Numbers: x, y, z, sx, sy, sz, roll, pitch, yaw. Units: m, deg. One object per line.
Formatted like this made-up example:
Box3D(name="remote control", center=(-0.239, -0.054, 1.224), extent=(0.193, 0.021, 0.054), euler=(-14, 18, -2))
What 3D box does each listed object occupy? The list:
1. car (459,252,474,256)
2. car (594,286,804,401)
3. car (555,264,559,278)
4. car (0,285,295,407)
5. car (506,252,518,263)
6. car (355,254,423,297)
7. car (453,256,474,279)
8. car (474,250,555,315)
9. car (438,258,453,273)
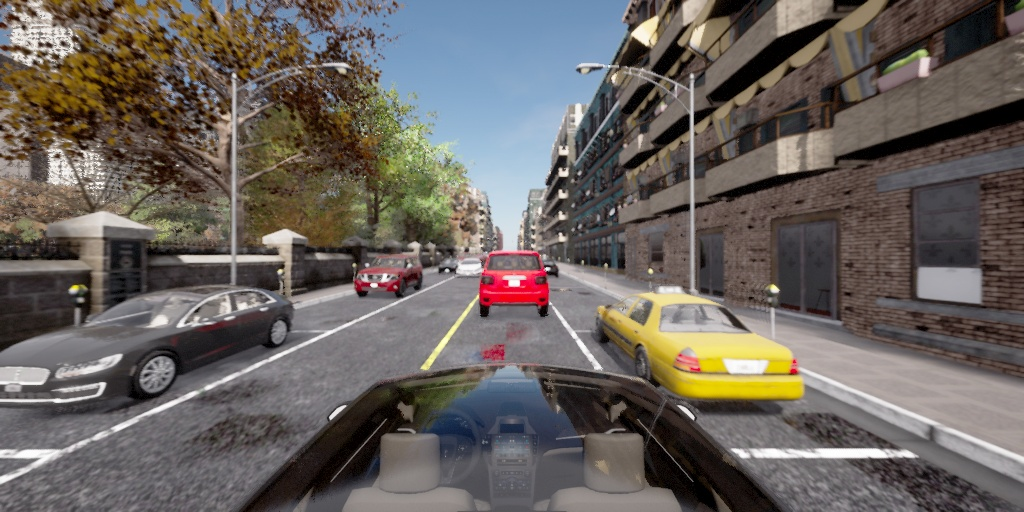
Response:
Box3D(name="car", center=(-5.761, 0.482, 44.941), extent=(2.192, 1.841, 5.009), euler=(0, 0, 0))
Box3D(name="car", center=(2.683, 1.213, 6.463), extent=(1.751, 1.417, 4.829), euler=(0, 0, 0))
Box3D(name="car", center=(2.646, 0.955, 28.385), extent=(1.948, 1.339, 4.313), euler=(0, 0, 0))
Box3D(name="car", center=(-5.697, 1.239, 6.280), extent=(2.007, 1.370, 4.403), euler=(0, 0, 0))
Box3D(name="car", center=(-0.005, 0.252, 64.709), extent=(2.097, 1.767, 4.553), euler=(0, 1, 0))
Box3D(name="car", center=(-5.715, 0.854, 17.326), extent=(2.192, 1.841, 5.009), euler=(0, 0, 0))
Box3D(name="car", center=(-3.133, 0.924, 27.784), extent=(1.812, 1.442, 4.674), euler=(0, 1, 0))
Box3D(name="car", center=(0.043, 0.821, 12.833), extent=(2.150, 2.045, 5.566), euler=(0, 1, -1))
Box3D(name="car", center=(-5.743, 0.882, 33.894), extent=(1.948, 1.339, 4.313), euler=(0, 0, 0))
